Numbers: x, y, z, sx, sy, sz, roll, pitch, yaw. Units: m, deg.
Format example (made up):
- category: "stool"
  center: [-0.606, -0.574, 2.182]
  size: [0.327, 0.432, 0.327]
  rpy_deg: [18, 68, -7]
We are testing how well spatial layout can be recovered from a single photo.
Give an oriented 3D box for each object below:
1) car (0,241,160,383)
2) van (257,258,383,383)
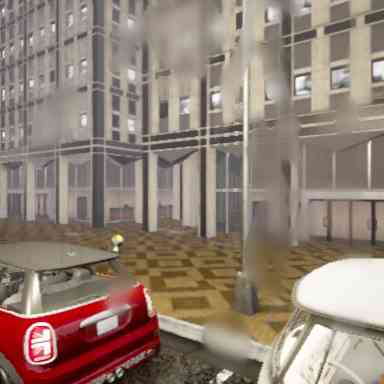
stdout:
- category: "car"
  center: [-2.470, 1.417, 4.641]
  size: [4.097, 1.590, 1.967]
  rpy_deg: [0, 0, 36]
- category: "van"
  center: [2.163, 1.347, 1.335]
  size: [3.998, 1.788, 1.690]
  rpy_deg: [0, 0, 36]
